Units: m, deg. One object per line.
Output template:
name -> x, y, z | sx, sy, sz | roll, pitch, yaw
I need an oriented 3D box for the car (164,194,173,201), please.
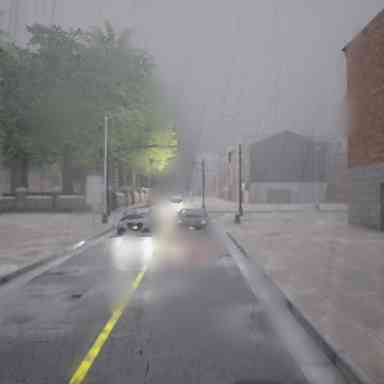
car -> -5.744, 1.412, 82.062 | 1.967, 1.590, 4.097 | 1, 0, 0

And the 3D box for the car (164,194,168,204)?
car -> -5.531, 1.494, 54.812 | 2.008, 1.369, 4.403 | 1, 0, 0

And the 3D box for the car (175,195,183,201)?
car -> -3.107, 1.461, 79.923 | 1.895, 1.301, 4.718 | 0, 0, 0

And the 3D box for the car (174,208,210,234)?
car -> 0.031, 1.572, 19.049 | 1.895, 1.301, 4.718 | 0, 0, 1

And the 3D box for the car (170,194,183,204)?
car -> -2.992, 1.547, 63.948 | 1.895, 1.301, 4.718 | 0, 0, 0

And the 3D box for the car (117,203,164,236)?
car -> -2.777, 1.536, 18.216 | 1.994, 1.385, 4.181 | 0, 0, 0

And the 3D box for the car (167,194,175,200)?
car -> -5.830, 1.442, 92.962 | 1.967, 1.590, 4.097 | 1, 0, 0

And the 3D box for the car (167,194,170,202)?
car -> -5.574, 1.510, 60.262 | 1.947, 1.339, 4.313 | 1, 0, 0

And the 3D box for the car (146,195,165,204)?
car -> -5.502, 1.495, 47.676 | 2.008, 1.369, 4.403 | 1, 0, 0
